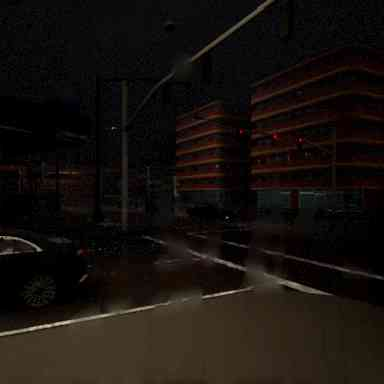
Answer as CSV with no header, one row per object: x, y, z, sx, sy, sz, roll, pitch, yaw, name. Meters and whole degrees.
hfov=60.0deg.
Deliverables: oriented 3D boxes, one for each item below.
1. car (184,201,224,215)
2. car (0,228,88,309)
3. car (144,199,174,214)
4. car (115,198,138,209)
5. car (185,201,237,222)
1.143,1.601,34.562,1.895,1.301,4.718,0,0,-30,car
-4.578,1.491,6.447,4.902,1.511,2.128,0,0,-30,car
-3.591,1.526,35.435,1.812,1.442,4.674,0,0,-30,car
-8.735,1.505,44.152,1.837,1.490,4.892,0,0,-31,car
1.513,1.601,26.797,1.895,1.301,4.718,0,0,-31,car
